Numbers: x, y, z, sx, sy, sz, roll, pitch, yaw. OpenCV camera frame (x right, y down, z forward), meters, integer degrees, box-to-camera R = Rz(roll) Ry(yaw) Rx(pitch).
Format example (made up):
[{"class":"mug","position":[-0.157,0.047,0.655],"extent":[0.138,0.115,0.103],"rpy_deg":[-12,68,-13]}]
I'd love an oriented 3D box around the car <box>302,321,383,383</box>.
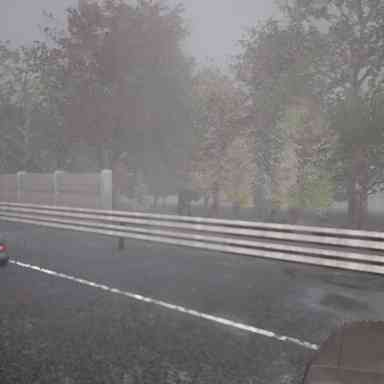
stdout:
[{"class":"car","position":[3.337,1.546,1.669],"extent":[5.357,1.411,2.033],"rpy_deg":[2,1,36]}]

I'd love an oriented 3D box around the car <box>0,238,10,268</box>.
[{"class":"car","position":[-6.848,1.305,8.645],"extent":[5.357,1.411,2.033],"rpy_deg":[2,1,35]}]
